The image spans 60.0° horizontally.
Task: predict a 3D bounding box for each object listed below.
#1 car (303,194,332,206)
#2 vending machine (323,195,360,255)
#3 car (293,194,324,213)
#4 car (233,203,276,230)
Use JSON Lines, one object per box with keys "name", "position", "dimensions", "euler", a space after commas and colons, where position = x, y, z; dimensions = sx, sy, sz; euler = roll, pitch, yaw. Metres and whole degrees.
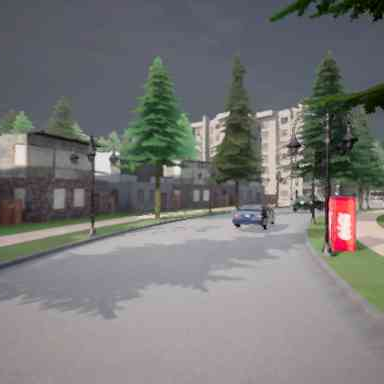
{"name": "car", "position": [17.409, 1.074, 46.062], "dimensions": [4.674, 1.442, 1.812], "euler": [0, 0, -43]}
{"name": "vending machine", "position": [5.549, 1.182, 12.390], "dimensions": [1.100, 2.100, 0.880], "euler": [0, 0, 14]}
{"name": "car", "position": [12.694, 1.153, 35.885], "dimensions": [2.097, 1.767, 4.553], "euler": [0, 0, 38]}
{"name": "car", "position": [3.892, 1.344, 20.260], "dimensions": [2.033, 1.411, 5.357], "euler": [0, 0, 21]}
